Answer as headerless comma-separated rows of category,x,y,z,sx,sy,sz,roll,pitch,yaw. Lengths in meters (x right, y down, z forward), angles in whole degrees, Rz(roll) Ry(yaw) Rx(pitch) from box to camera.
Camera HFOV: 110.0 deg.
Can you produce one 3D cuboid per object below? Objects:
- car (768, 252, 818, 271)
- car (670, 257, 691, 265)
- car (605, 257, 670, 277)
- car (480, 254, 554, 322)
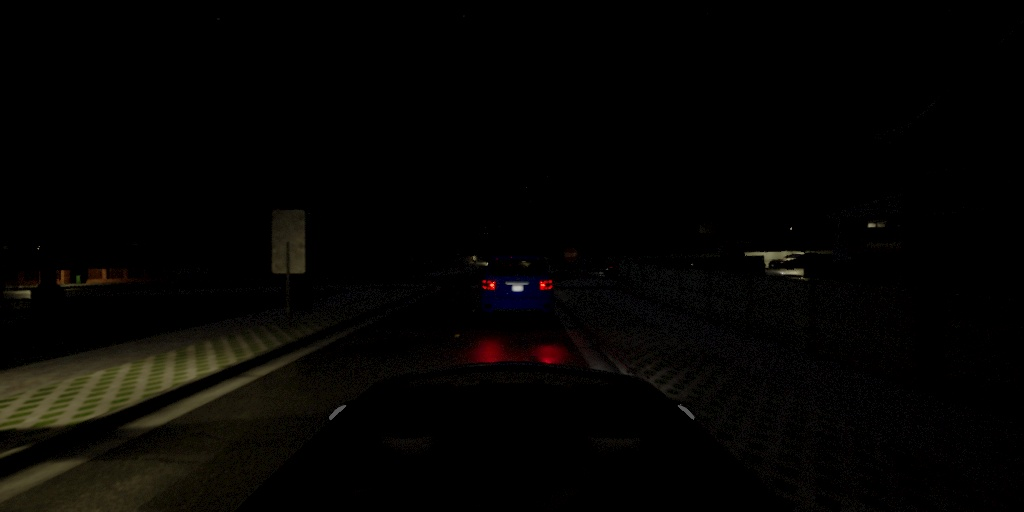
car,24.130,0.431,30.013,4.674,1.442,1.812,-2,0,-1
car,12.262,0.777,29.987,5.357,1.411,2.033,-2,0,0
car,9.139,0.902,26.965,4.181,1.385,1.994,-2,0,-2
car,0.137,0.933,12.294,2.150,2.045,5.566,0,1,0
